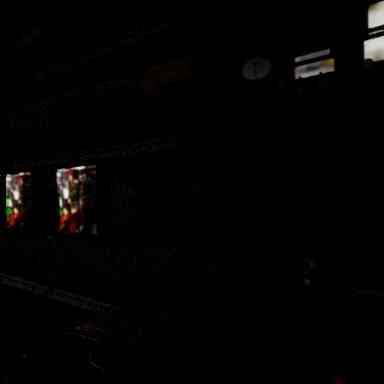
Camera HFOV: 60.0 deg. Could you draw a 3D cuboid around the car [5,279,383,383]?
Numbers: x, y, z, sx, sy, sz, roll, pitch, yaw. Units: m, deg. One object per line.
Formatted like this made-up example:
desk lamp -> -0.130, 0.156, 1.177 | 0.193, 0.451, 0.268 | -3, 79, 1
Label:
car -> 0.330, 1.441, 2.519 | 4.097, 1.590, 1.967 | 0, -1, 36
